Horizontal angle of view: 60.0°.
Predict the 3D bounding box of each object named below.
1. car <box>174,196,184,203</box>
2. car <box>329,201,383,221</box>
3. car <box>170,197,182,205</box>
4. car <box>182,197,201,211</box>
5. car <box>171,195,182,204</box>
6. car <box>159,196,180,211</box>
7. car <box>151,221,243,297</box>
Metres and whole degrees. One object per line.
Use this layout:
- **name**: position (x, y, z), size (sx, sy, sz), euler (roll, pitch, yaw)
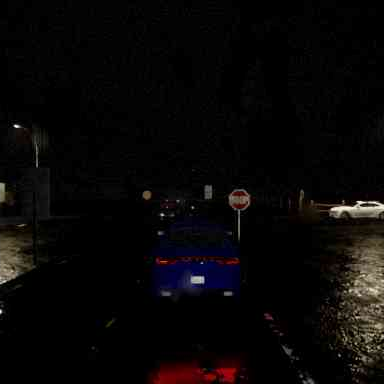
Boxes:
- **car**: position (-2.776, 1.526, 70.303), size (1.895, 1.301, 4.718), euler (0, 0, 0)
- **car**: position (13.262, 1.443, 26.113), size (4.674, 1.442, 1.812), euler (-1, 1, 3)
- **car**: position (-2.842, 1.547, 59.979), size (1.895, 1.301, 4.718), euler (0, 0, 0)
- **car**: position (0.058, 1.478, 40.127), size (1.837, 1.490, 4.892), euler (0, 0, 0)
- **car**: position (-2.849, 1.312, 50.034), size (2.097, 1.767, 4.553), euler (0, 0, 0)
- **car**: position (-2.845, 1.538, 39.899), size (1.994, 1.385, 4.181), euler (0, 0, 0)
- **car**: position (0.086, 1.475, 8.627), size (1.882, 1.535, 5.008), euler (0, 0, 0)
